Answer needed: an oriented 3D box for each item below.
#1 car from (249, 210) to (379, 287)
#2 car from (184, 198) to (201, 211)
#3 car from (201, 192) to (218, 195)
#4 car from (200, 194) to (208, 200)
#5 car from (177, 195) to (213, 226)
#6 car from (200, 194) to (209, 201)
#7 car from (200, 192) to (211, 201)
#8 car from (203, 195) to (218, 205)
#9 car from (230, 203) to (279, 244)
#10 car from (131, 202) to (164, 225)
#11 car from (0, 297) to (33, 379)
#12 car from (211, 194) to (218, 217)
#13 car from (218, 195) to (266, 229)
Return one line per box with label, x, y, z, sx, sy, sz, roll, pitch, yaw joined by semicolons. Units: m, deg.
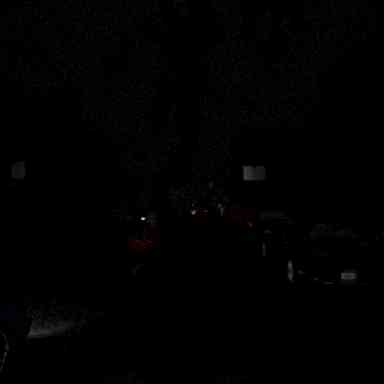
car;3.225;1.469;9.280;2.231;1.521;4.892;0;0;0
car;0.099;1.513;40.648;1.994;1.385;4.181;0;0;0
car;3.223;1.162;53.515;2.435;2.045;5.566;0;0;0
car;3.222;1.362;92.473;1.946;1.575;5.366;0;0;0
car;0.100;1.323;23.020;2.097;1.767;4.553;0;0;0
car;3.222;1.369;86.948;1.946;1.575;5.366;0;0;0
car;3.219;1.128;81.139;2.435;2.045;5.566;0;0;0
car;3.222;1.408;59.005;2.231;1.521;4.892;0;0;0
car;3.227;1.463;14.806;2.231;1.521;4.892;0;0;0
car;-3.151;1.475;23.924;1.837;1.490;4.892;0;0;0
car;-3.150;1.545;2.183;2.033;1.411;5.357;0;0;0
car;3.224;1.315;31.480;2.185;1.767;4.553;0;0;0
car;3.225;1.203;20.489;2.435;2.045;5.566;0;0;0
